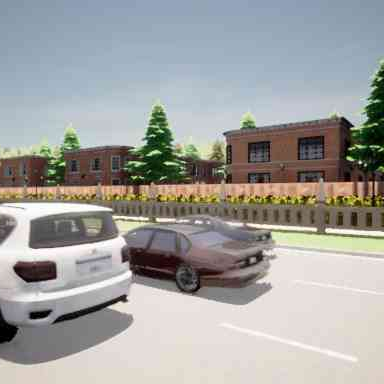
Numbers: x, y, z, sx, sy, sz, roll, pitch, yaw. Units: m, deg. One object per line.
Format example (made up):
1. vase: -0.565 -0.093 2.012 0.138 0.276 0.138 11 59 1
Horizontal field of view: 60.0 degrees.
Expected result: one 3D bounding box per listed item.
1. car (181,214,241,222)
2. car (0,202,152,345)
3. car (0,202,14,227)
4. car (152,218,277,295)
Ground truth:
1. car: 0.330 1.549 12.337 5.357 1.411 2.033 0 0 35
2. car: -3.640 1.224 6.569 5.566 2.045 2.150 0 0 36
3. car: -14.458 1.482 22.840 5.008 1.535 1.882 0 0 35
4. car: -0.692 1.549 8.776 5.357 1.411 2.033 0 0 35
